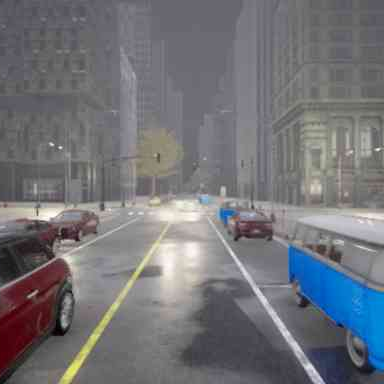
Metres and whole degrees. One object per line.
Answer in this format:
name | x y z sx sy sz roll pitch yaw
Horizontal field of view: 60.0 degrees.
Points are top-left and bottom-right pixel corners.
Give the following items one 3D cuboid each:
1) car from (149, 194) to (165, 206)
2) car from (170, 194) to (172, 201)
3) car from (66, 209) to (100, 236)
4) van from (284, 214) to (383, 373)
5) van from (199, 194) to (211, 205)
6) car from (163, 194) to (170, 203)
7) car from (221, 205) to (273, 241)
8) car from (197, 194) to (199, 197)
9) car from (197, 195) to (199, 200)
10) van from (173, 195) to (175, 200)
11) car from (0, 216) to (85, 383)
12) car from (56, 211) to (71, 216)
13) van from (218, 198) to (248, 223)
car | -5.942 1.553 54.316 1.752 1.417 4.829 0 0 0
car | -5.989 1.358 70.355 2.192 1.841 5.009 0 0 0
car | -5.826 1.554 16.392 1.887 1.381 4.507 0 0 0
van | 2.765 1.336 5.353 1.690 1.788 3.998 0 0 0
van | 2.571 1.359 59.912 1.690 1.788 3.998 0 0 0
car | -5.972 1.582 65.066 1.887 1.381 4.507 0 0 0
car | 2.729 1.540 16.403 1.887 1.381 4.507 0 0 0
car | 2.534 1.574 70.738 1.887 1.381 4.507 0 0 0
car | 2.552 1.589 65.325 1.947 1.339 4.313 0 0 0
van | -6.042 1.403 86.222 1.690 1.788 3.998 0 0 0
car | -3.007 1.357 3.671 2.097 1.767 4.553 0 0 0
car | -5.806 1.554 10.867 1.887 1.381 4.507 0 0 0
van | 2.712 1.338 21.928 1.690 1.788 3.998 0 0 0
